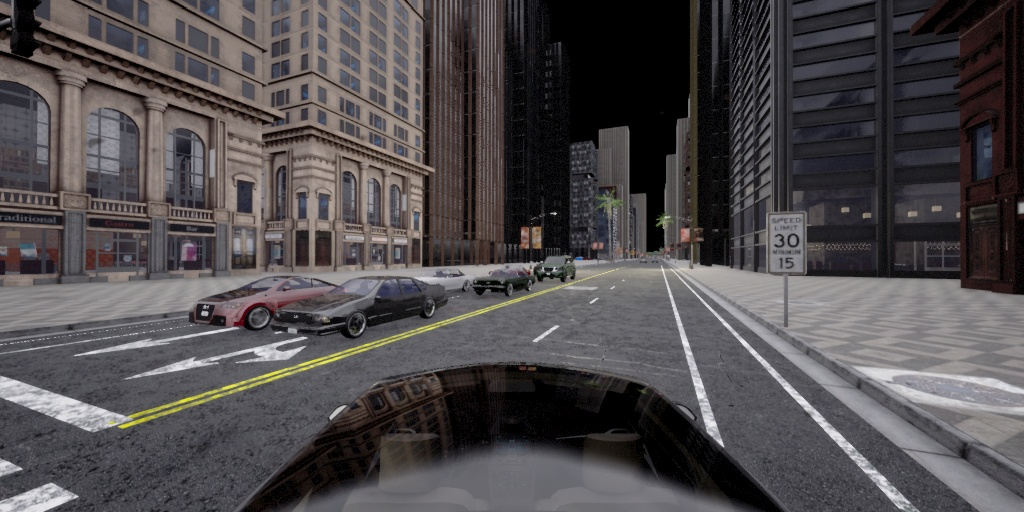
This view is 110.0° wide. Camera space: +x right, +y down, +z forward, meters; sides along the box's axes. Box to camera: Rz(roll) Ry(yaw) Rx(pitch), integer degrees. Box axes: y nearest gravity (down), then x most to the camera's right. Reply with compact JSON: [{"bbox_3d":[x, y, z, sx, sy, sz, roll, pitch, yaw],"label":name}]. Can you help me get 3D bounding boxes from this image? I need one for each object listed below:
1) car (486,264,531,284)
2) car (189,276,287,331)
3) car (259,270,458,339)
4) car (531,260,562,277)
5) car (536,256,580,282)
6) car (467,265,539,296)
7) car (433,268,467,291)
[{"bbox_3d":[-0.132,1.364,28.480,1.895,1.301,4.718,0,0,22],"label":"car"},{"bbox_3d":[-7.218,1.316,11.149,1.994,1.385,4.181,0,0,22],"label":"car"},{"bbox_3d":[-3.952,1.299,10.558,2.033,1.411,5.357,0,0,22],"label":"car"},{"bbox_3d":[3.768,1.250,37.911,1.882,1.535,5.008,0,0,23],"label":"car"},{"bbox_3d":[3.733,0.986,29.332,2.150,2.045,5.566,0,0,22],"label":"car"},{"bbox_3d":[-0.321,1.357,19.433,1.895,1.301,4.718,0,0,22],"label":"car"},{"bbox_3d":[-3.905,1.357,19.260,1.895,1.301,4.718,0,0,22],"label":"car"}]
